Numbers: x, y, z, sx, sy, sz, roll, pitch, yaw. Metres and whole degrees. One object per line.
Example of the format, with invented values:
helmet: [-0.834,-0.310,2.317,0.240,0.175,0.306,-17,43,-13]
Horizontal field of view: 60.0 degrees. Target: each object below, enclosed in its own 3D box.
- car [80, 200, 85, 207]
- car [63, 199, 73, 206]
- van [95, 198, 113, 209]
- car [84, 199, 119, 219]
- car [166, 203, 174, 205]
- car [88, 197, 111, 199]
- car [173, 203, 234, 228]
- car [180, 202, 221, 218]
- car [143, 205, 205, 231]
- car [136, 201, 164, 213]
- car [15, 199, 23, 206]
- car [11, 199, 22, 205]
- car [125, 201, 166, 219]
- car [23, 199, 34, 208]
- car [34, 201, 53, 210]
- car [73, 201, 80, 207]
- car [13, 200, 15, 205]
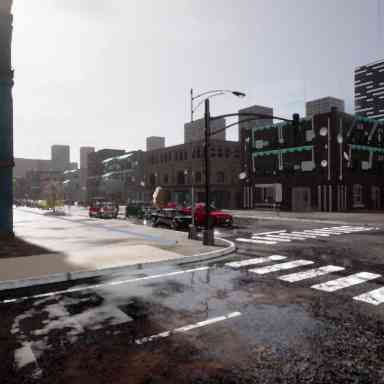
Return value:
car: [-18.403,1.940,61.934,2.192,1.841,5.009,-1,0,-35]
car: [-27.995,2.364,75.486,1.947,1.339,4.313,-1,0,-35]
van: [-15.203,1.907,57.418,1.690,1.788,3.998,-1,0,-35]
car: [-9.242,1.846,34.505,1.967,1.590,4.097,-1,0,-35]
car: [-2.402,1.904,39.351,1.802,1.307,4.206,-2,0,-35]
car: [-11.043,1.678,41.564,2.150,2.045,5.566,-1,0,-35]
car: [0.962,1.698,24.597,1.882,1.535,5.008,-1,0,-35]
car: [0.797,1.809,34.833,2.008,1.369,4.403,-2,0,-35]
car: [-1.318,1.814,23.111,1.947,1.339,4.313,-1,0,-35]
car: [-5.600,1.966,43.867,1.802,1.307,4.206,-2,0,-35]
car: [-38.035,2.380,75.157,1.967,1.590,4.097,-1,0,-35]
car: [-44.430,2.598,84.191,1.887,1.381,4.507,-1,0,-35]
car: [-4.898,1.688,32.871,2.097,1.767,4.553,-1,0,-35]
car: [-31.634,2.376,66.124,2.008,1.369,4.403,-1,0,-35]
car: [-25.137,2.233,56.951,1.752,1.417,4.829,-1,0,-35]
car: [-21.597,2.227,66.452,1.887,1.381,4.507,-1,0,-35]
car: [-41.231,2.547,79.675,2.008,1.369,4.403,-1,0,-35]
